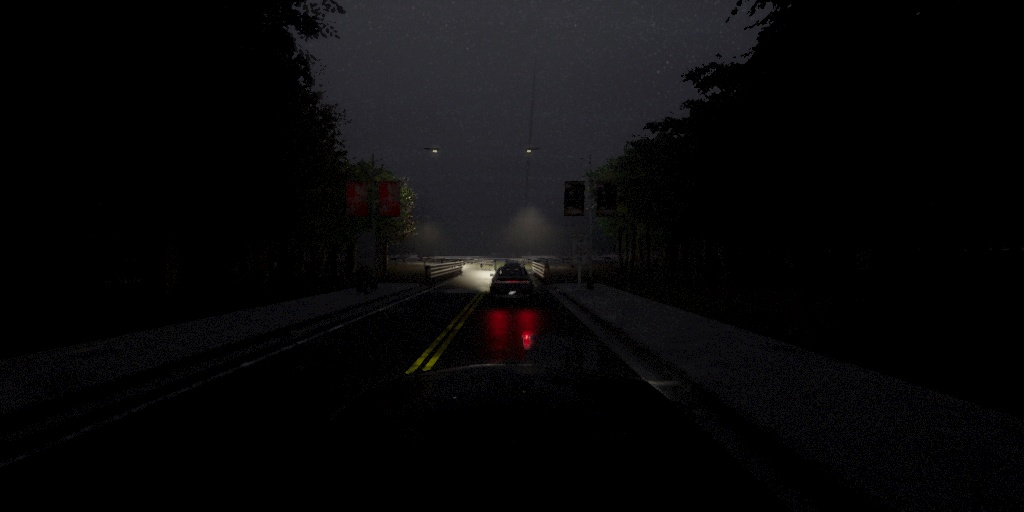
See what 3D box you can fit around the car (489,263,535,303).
[{"bbox_3d":[0.000,1.239,16.501,2.128,1.511,4.902,0,0,0],"label":"car"}]
